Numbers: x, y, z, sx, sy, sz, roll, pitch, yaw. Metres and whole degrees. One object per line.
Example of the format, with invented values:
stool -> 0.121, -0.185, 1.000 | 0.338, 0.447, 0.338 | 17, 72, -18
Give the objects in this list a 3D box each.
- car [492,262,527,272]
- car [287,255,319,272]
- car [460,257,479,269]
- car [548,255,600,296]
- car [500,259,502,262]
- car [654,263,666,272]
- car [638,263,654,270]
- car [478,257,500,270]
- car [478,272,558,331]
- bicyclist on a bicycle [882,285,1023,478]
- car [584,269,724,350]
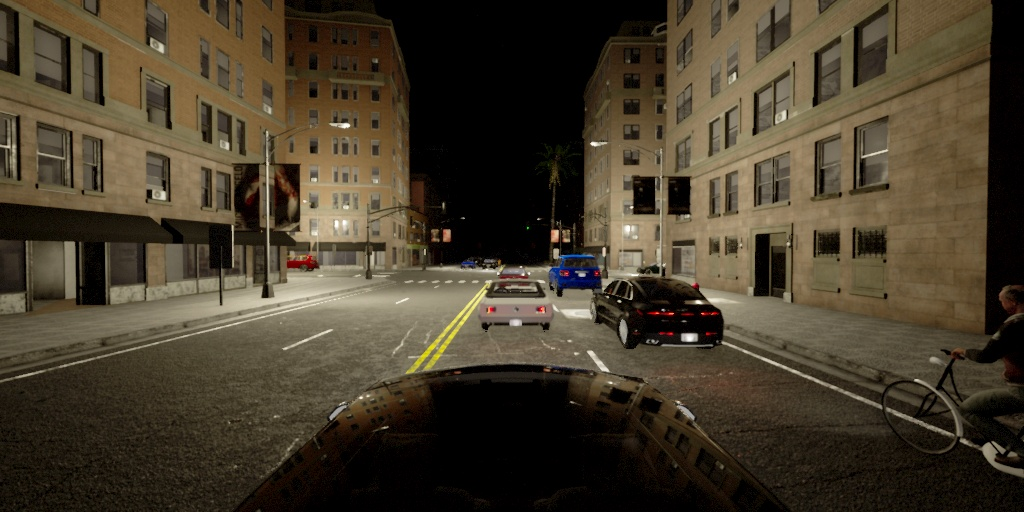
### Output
car -> 0.102, 1.294, 20.972 | 2.033, 1.411, 5.357 | 0, 0, 0
car -> -23.892, 0.833, 39.274 | 5.009, 1.841, 2.192 | 0, 0, -9
car -> -6.582, 1.267, 54.570 | 1.812, 1.442, 4.674 | 0, 0, 1
car -> 3.256, 0.969, 19.321 | 2.150, 2.045, 5.566 | 0, 0, 0
car -> -3.315, 1.286, 63.005 | 2.033, 1.411, 5.357 | 0, 0, 0
car -> 16.210, 1.511, 33.777 | 4.313, 1.339, 1.948 | 0, 0, 0
car -> 16.060, 1.422, 39.725 | 4.181, 1.385, 1.994 | 0, 1, 0
car -> -3.341, 1.233, 53.261 | 2.128, 1.511, 4.902 | 0, 0, 0
car -> 0.102, 1.349, 11.007 | 1.895, 1.301, 4.718 | 0, 0, 0
bicyclist on a bicycle -> 4.146, 1.120, 3.115 | 0.659, 1.776, 1.843 | 0, 0, 0
car -> 3.306, 1.254, 9.065 | 1.837, 1.490, 4.892 | 0, 0, 0
